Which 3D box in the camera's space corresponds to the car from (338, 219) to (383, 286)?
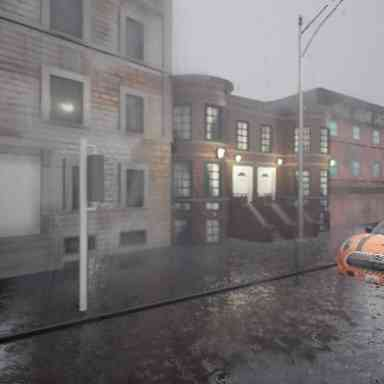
[{"bbox_3d":[5.887,1.356,8.785,4.553,1.767,2.097,0,0,-35],"label":"car"}]
